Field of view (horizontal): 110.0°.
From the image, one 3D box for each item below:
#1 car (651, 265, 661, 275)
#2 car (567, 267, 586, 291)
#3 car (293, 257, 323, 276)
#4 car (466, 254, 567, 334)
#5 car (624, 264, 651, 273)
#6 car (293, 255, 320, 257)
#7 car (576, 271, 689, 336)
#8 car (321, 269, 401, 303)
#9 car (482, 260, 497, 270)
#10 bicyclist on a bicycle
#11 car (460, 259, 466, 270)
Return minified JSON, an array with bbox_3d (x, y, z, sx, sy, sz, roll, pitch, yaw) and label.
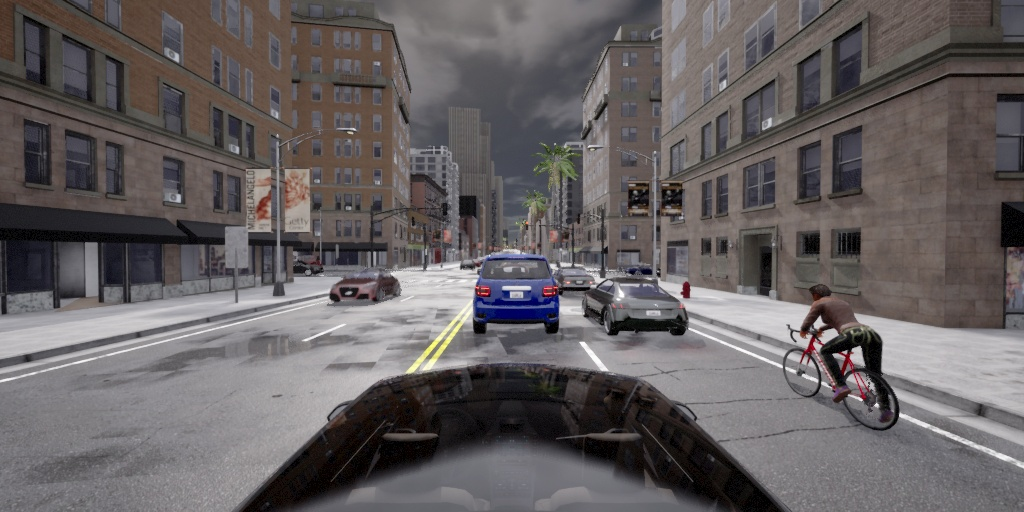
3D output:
[{"bbox_3d":[16.172,1.514,34.577,4.313,1.339,1.948,0,0,0],"label":"car"},{"bbox_3d":[3.230,1.295,19.678,2.033,1.411,5.357,0,0,0],"label":"car"},{"bbox_3d":[-20.905,1.125,34.645,4.892,1.490,1.837,1,1,-9],"label":"car"},{"bbox_3d":[0.092,0.970,10.779,2.150,2.045,5.566,0,0,0],"label":"car"},{"bbox_3d":[14.253,1.495,37.356,4.718,1.301,1.895,0,1,0],"label":"car"},{"bbox_3d":[-23.936,0.837,40.028,5.009,1.841,2.192,0,0,-9],"label":"car"},{"bbox_3d":[3.324,1.313,10.445,1.994,1.385,4.181,0,0,0],"label":"car"},{"bbox_3d":[-6.617,1.312,16.539,1.994,1.385,4.181,0,0,0],"label":"car"},{"bbox_3d":[-3.403,1.294,55.630,2.033,1.411,5.357,0,0,0],"label":"car"},{"bbox_3d":[4.140,1.202,4.658,0.582,1.620,1.656,0,0,0],"label":"bicyclist on a bicycle"},{"bbox_3d":[-6.650,1.224,54.076,1.882,1.535,5.008,0,0,0],"label":"car"}]
